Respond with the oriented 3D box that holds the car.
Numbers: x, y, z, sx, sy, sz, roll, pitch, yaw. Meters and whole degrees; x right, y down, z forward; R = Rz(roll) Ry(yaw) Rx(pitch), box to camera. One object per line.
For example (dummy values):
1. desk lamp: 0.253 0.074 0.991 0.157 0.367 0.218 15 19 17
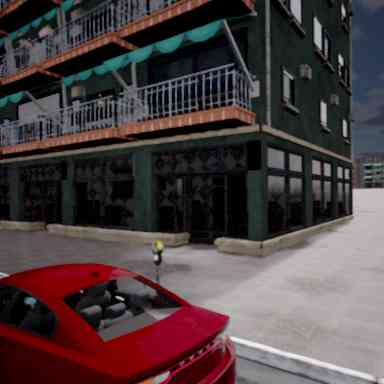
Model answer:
1. car: -1.666 1.569 4.070 4.507 1.381 1.887 0 0 36
